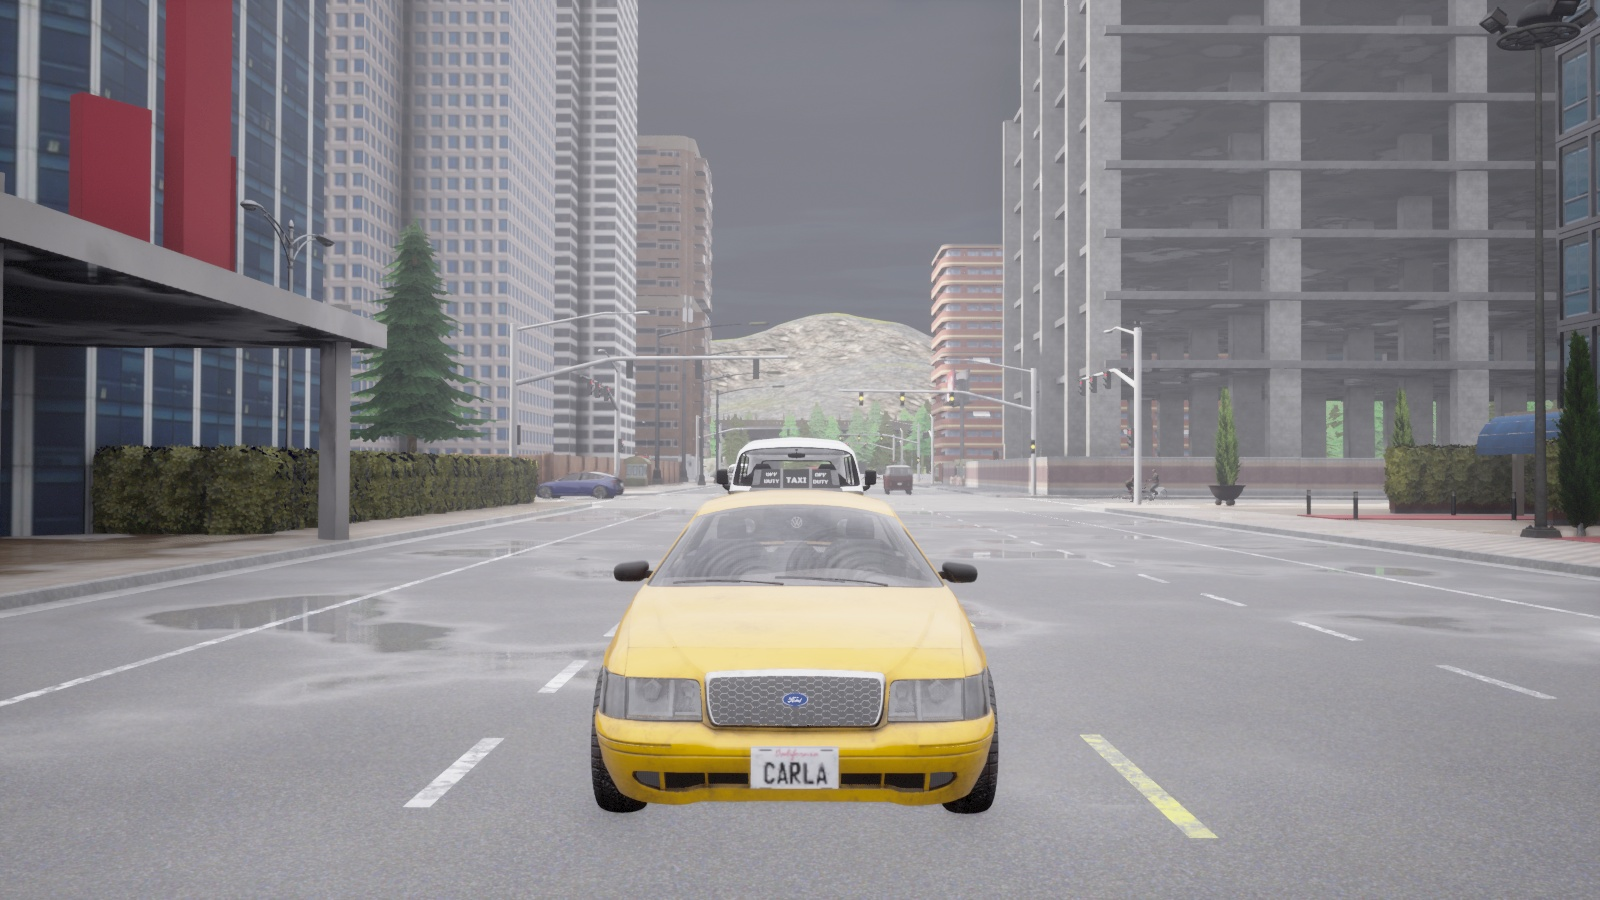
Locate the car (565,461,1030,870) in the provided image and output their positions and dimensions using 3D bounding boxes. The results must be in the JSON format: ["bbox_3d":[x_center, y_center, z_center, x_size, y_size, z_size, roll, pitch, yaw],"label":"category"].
[{"bbox_3d":[-0.019,0.880,7.559,1.801,1.575,5.366,0,-1,0],"label":"car"}]

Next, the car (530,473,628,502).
[{"bbox_3d":[-11.829,1.990,67.368,4.792,1.488,2.163,0,-1,7],"label":"car"}]

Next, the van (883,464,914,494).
[{"bbox_3d":[6.622,1.967,85.108,1.775,1.987,4.442,0,-1,1],"label":"van"}]

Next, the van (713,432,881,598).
[{"bbox_3d":[-0.046,0.836,17.761,2.069,2.038,4.480,0,-1,0],"label":"van"}]
